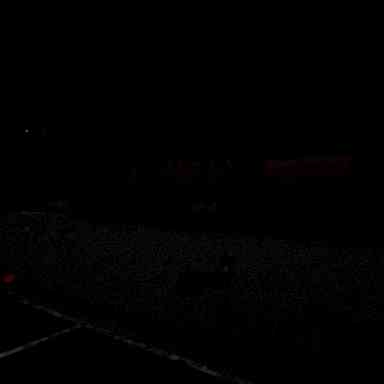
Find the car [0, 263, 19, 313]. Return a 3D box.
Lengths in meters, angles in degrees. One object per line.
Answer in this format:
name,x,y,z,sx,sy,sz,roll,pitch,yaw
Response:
car,-4.932,1.585,6.363,4.206,1.307,1.802,0,-1,36

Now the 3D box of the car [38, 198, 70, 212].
car,-14.062,1.374,35.680,1.812,1.442,4.674,-1,0,36
